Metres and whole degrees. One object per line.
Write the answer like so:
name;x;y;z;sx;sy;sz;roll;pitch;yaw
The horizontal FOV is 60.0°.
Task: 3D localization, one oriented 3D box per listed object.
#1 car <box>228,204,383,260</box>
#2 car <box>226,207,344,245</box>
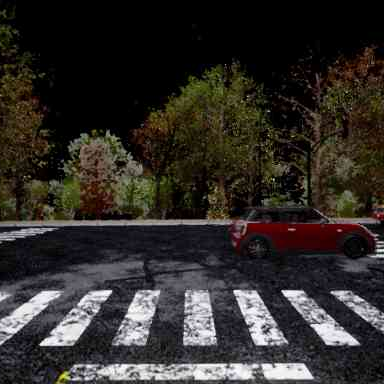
car;3.668;1.244;11.361;4.553;1.767;2.097;-1;-1;1
car;3.933;1.453;14.608;4.674;1.442;1.812;-1;-1;1
